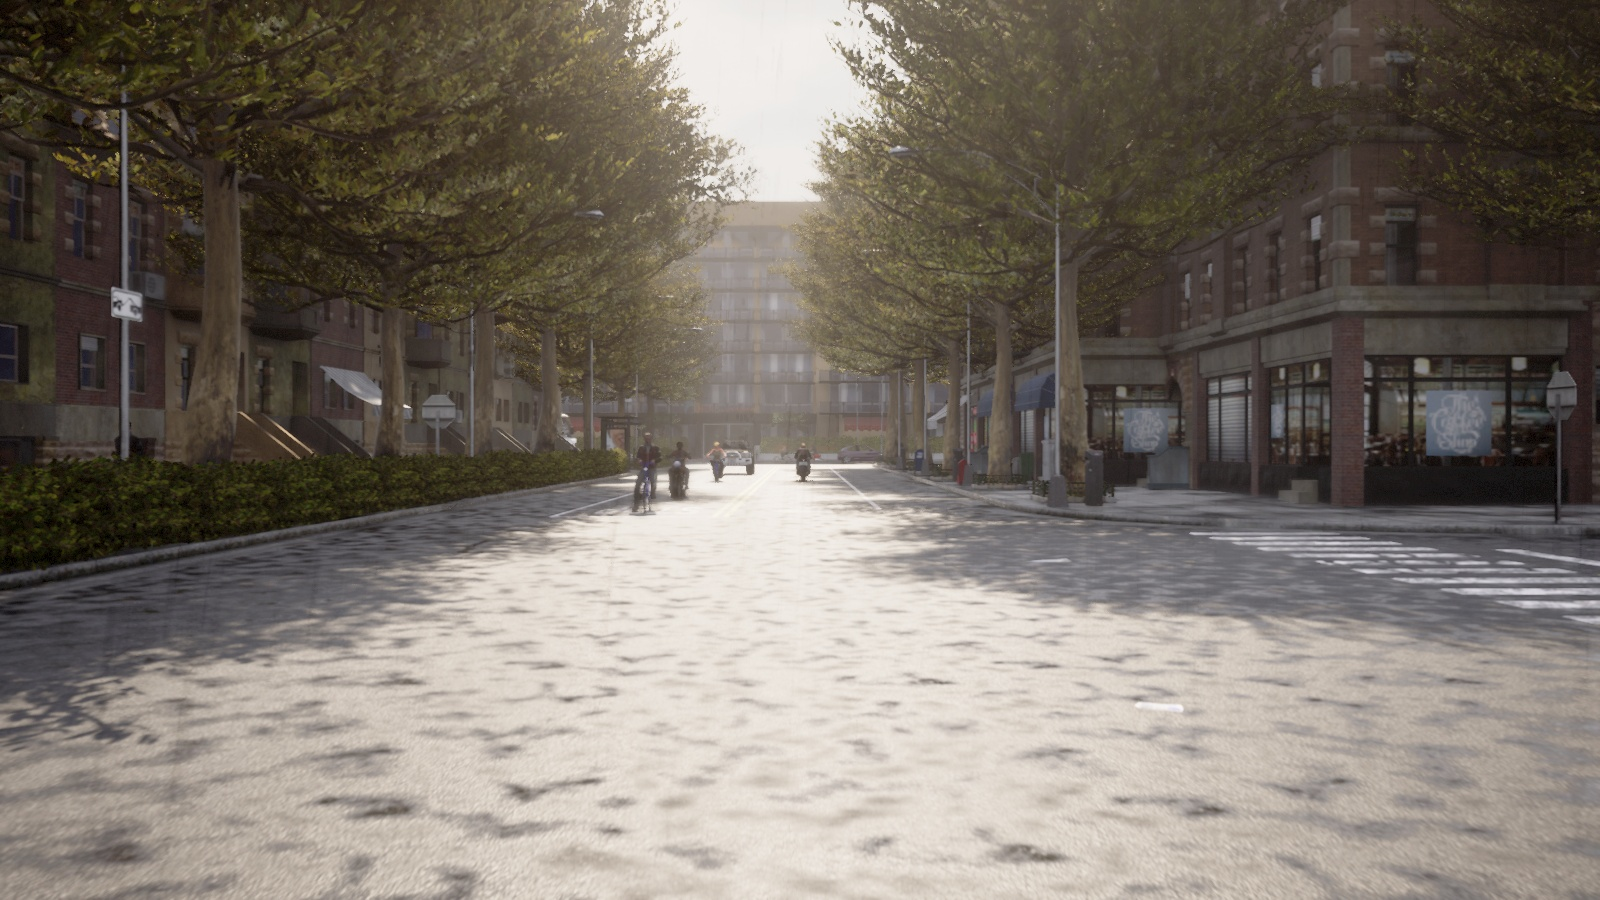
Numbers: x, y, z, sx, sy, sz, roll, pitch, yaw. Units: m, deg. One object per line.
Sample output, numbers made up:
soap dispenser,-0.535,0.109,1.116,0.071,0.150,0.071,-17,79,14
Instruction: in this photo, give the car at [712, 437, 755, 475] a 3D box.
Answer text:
car,-3.326,0.304,63.743,1.932,1.855,4.605,0,0,0

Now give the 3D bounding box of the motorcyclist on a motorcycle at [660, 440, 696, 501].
motorcyclist on a motorcycle,-3.395,0.553,35.056,0.766,1.649,2.350,0,0,0

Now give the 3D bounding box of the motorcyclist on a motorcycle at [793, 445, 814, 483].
motorcyclist on a motorcycle,0.147,0.570,52.531,0.866,1.530,2.191,0,0,0

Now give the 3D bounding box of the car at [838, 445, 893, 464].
car,5.108,0.369,98.112,4.193,1.474,1.816,0,0,0

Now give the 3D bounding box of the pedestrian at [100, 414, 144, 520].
pedestrian,-12.044,0.304,22.320,0.376,1.854,0.720,0,0,0

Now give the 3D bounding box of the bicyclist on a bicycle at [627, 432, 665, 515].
bicyclist on a bicycle,-3.373,0.503,27.701,0.659,1.776,1.843,0,0,-2
